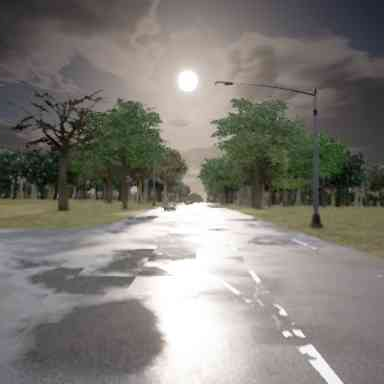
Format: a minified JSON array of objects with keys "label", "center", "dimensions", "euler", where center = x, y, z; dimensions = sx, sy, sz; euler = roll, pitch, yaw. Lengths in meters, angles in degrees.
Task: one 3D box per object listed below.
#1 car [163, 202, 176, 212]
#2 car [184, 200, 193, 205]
[{"label":"car","center":[-3.543,2.340,53.251],"dimensions":[1.837,1.490,4.892],"euler":[0,-1,0]},{"label":"car","center":[-0.968,3.110,95.048],"dimensions":[1.994,1.385,4.181],"euler":[0,-1,7]}]
